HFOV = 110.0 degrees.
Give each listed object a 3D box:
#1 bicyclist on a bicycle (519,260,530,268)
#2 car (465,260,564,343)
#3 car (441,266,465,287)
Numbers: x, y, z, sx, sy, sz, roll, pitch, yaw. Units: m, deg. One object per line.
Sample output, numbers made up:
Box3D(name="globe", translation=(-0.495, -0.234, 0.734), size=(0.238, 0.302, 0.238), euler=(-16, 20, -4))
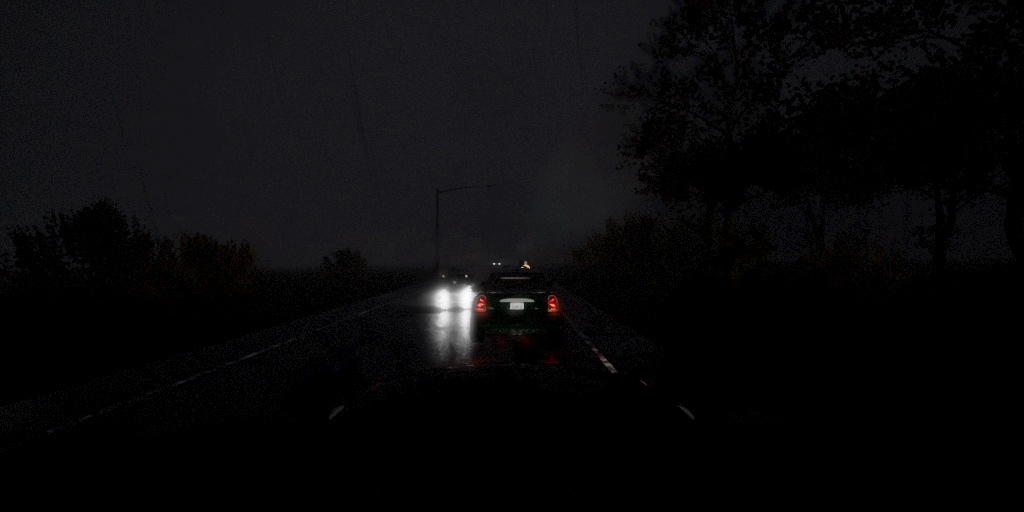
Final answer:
Box3D(name="bicyclist on a bicycle", translation=(0.974, 1.177, 25.680), size=(0.866, 1.612, 1.509), euler=(0, 0, 1))
Box3D(name="car", translation=(0.113, 1.099, 9.857), size=(2.097, 1.767, 4.553), euler=(0, 0, 0))
Box3D(name="car", translation=(-3.589, 1.342, 24.662), size=(1.895, 1.301, 4.718), euler=(0, 0, 0))
